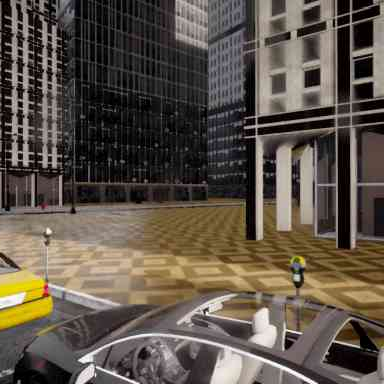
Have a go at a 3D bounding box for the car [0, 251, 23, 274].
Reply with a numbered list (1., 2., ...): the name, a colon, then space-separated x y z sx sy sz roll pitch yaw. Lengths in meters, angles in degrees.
1. car: -4.498 1.525 6.087 4.829 1.417 1.752 0 0 36

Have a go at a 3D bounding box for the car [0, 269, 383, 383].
1. car: 0.256 1.551 2.694 4.403 1.369 2.008 0 0 36
